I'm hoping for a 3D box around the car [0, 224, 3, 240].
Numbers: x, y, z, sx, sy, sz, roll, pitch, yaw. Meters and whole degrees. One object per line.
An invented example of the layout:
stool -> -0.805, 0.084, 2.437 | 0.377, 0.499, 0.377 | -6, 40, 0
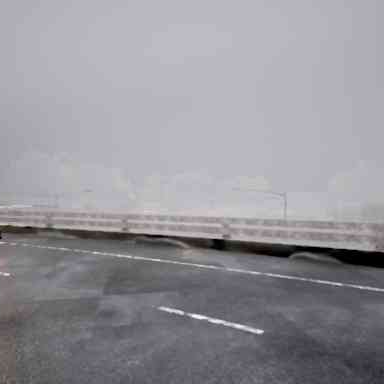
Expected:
car -> -10.031, 1.581, 13.810 | 4.902, 1.511, 2.128 | -1, 0, 27
